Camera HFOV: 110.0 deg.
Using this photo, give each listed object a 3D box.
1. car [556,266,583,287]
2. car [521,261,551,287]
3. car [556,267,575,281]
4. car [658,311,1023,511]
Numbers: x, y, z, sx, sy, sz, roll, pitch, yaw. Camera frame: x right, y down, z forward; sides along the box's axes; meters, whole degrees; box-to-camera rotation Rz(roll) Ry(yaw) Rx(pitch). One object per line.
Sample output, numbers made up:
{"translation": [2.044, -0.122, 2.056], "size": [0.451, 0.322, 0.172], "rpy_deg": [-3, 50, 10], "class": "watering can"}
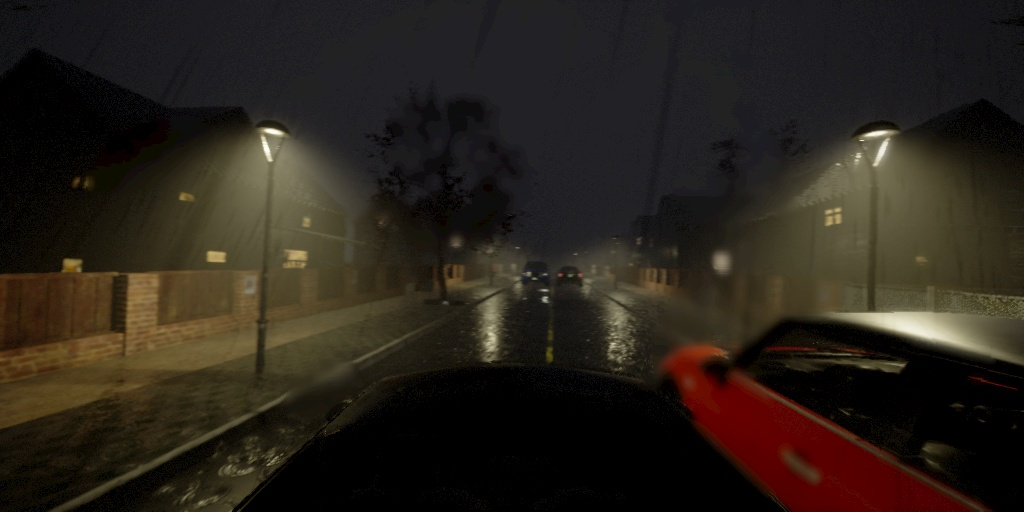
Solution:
{"translation": [4.989, 1.677, 31.246], "size": [2.097, 1.767, 4.553], "rpy_deg": [2, -1, 7], "class": "car"}
{"translation": [2.064, 1.450, 30.526], "size": [2.150, 2.045, 5.566], "rpy_deg": [2, -1, 7], "class": "car"}
{"translation": [6.171, 2.075, 42.017], "size": [2.033, 1.411, 5.357], "rpy_deg": [2, -1, 7], "class": "car"}
{"translation": [2.513, 1.131, 2.252], "size": [2.097, 1.767, 4.553], "rpy_deg": [-1, -2, 6], "class": "car"}
